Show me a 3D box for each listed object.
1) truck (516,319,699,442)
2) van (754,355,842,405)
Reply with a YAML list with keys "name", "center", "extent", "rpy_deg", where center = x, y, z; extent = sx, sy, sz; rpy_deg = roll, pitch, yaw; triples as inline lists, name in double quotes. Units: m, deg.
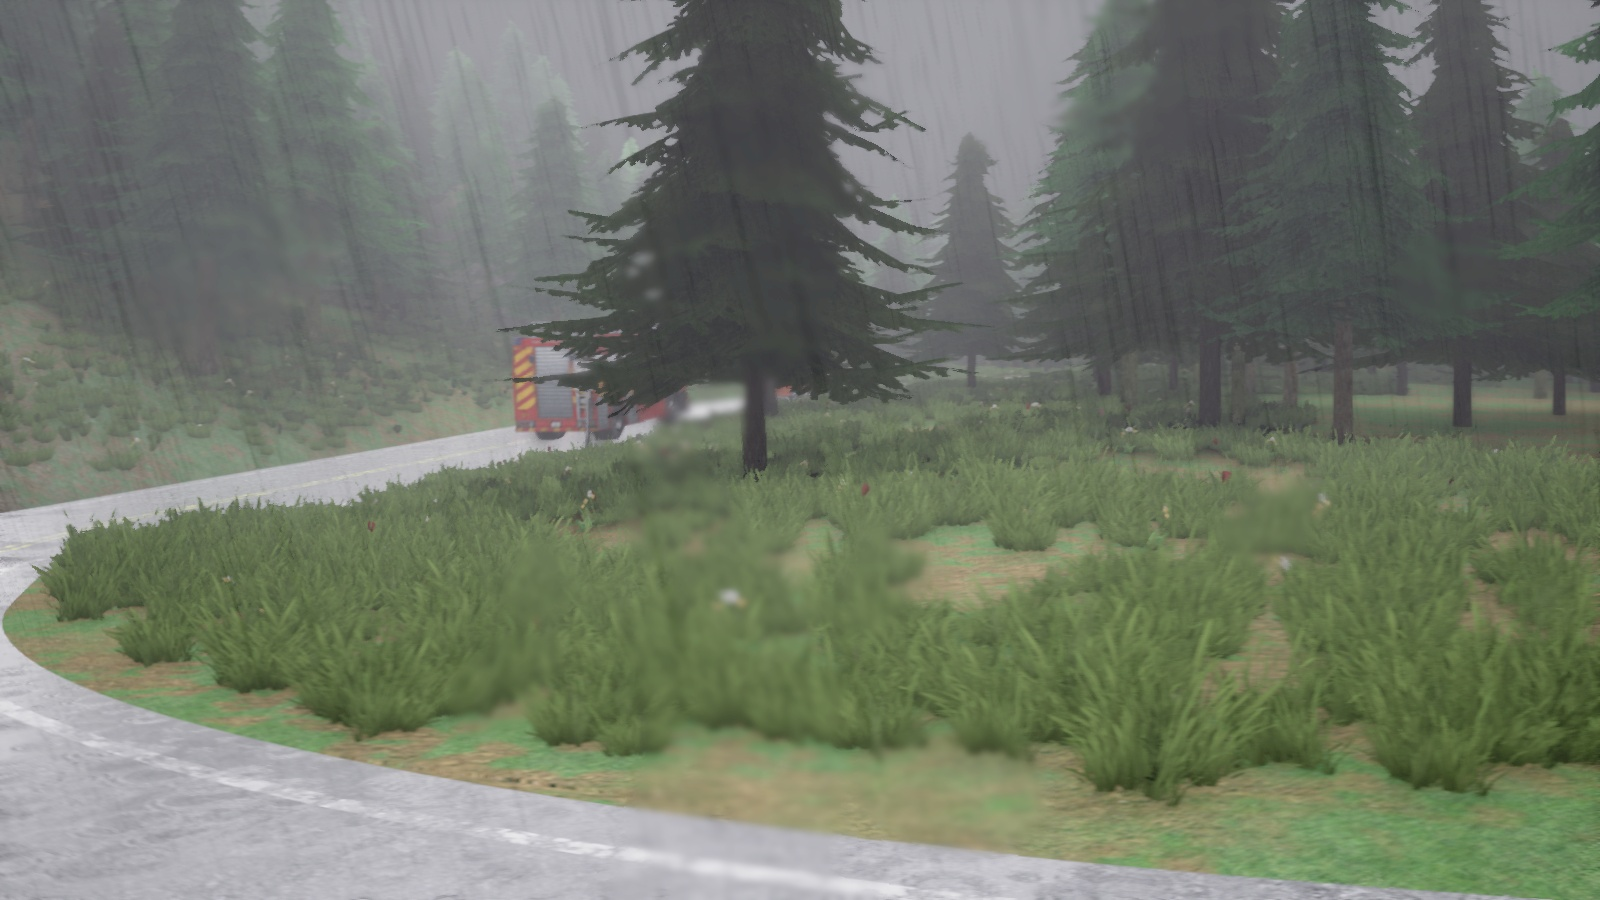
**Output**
- name: "truck"
  center: [-6.367, -2.587, 43.397]
  extent: [2.891, 3.827, 8.468]
  rpy_deg: [0, 6, 16]
- name: "van"
  center: [-0.038, -3.225, 57.267]
  extent: [1.775, 1.987, 4.442]
  rpy_deg: [0, 6, 33]
